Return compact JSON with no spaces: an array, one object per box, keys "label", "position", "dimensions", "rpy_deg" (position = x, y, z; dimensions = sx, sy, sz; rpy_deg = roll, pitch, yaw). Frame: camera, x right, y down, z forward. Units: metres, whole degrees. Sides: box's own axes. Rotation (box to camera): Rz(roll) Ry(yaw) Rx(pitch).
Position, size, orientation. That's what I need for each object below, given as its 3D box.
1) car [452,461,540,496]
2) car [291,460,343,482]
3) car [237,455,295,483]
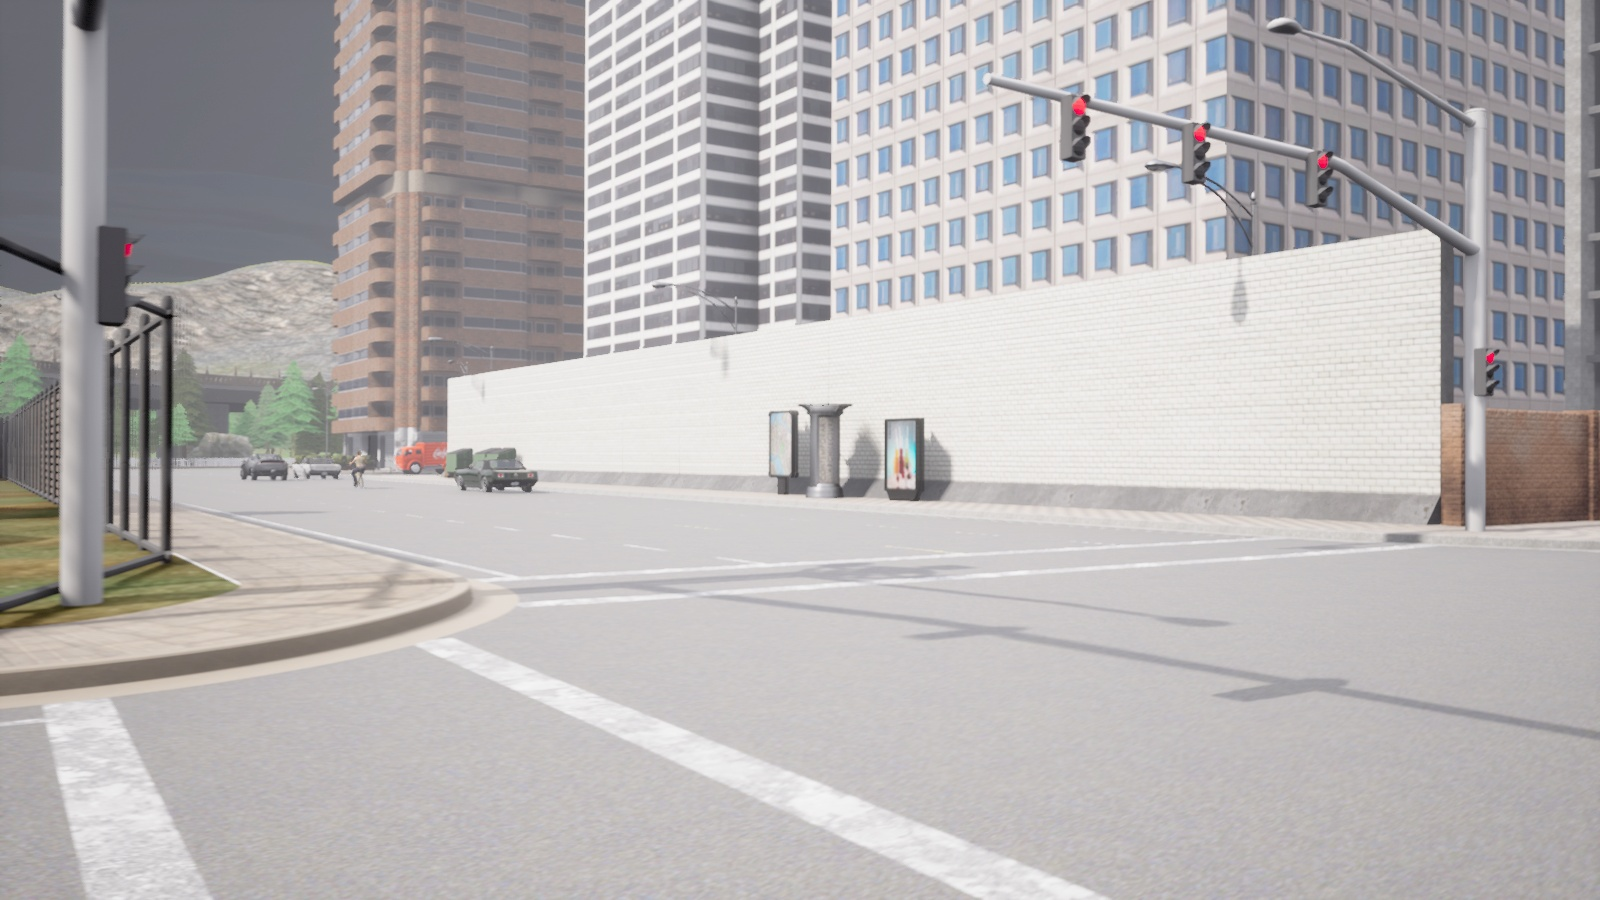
[{"label":"car","position":[-12.172,1.088,50.028],"dimensions":[1.895,1.301,4.718],"rpy_deg":[0,0,-34]},{"label":"car","position":[-28.895,1.235,75.066],"dimensions":[1.895,1.301,4.718],"rpy_deg":[0,0,-34]},{"label":"car","position":[-29.988,1.063,70.402],"dimensions":[2.128,1.511,4.902],"rpy_deg":[0,0,-34]}]
